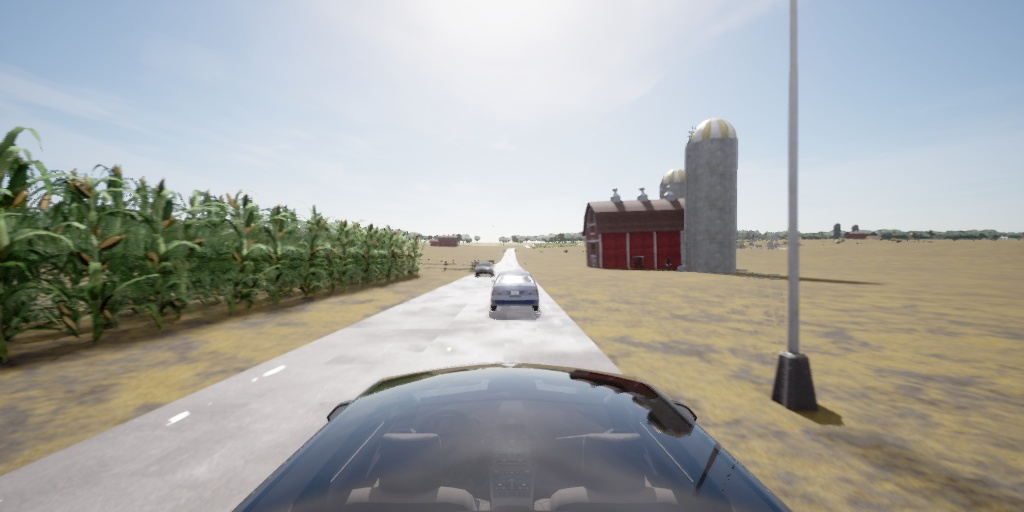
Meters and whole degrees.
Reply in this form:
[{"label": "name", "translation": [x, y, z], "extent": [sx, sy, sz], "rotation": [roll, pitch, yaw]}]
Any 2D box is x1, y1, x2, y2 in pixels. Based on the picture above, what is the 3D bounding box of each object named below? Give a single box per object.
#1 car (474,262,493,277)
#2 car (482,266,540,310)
[{"label": "car", "translation": [-2.752, 1.366, 37.008], "extent": [1.837, 1.490, 4.892], "rotation": [0, -1, 0]}, {"label": "car", "translation": [0.103, 1.310, 14.738], "extent": [2.033, 1.411, 5.357], "rotation": [0, 0, 0]}]
